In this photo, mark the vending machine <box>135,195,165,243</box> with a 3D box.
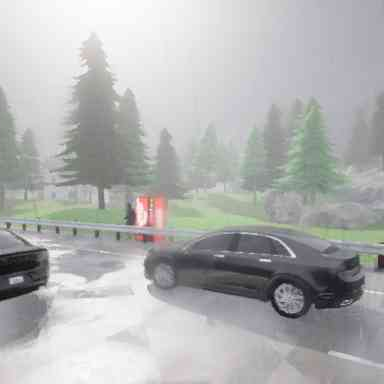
[{"bbox_3d":[-1.937,1.195,15.441,0.880,2.100,1.100,0,0,33],"label":"vending machine"}]

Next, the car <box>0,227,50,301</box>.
[{"bbox_3d":[-5.294,1.477,7.490,5.008,1.535,1.882,0,0,34],"label":"car"}]

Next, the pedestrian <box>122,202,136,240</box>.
[{"bbox_3d":[-2.839,1.293,15.266,0.375,1.860,0.375,0,0,33],"label":"pedestrian"}]

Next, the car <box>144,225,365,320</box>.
[{"bbox_3d":[1.085,1.503,7.388,4.892,1.490,1.837,0,0,35],"label":"car"}]
